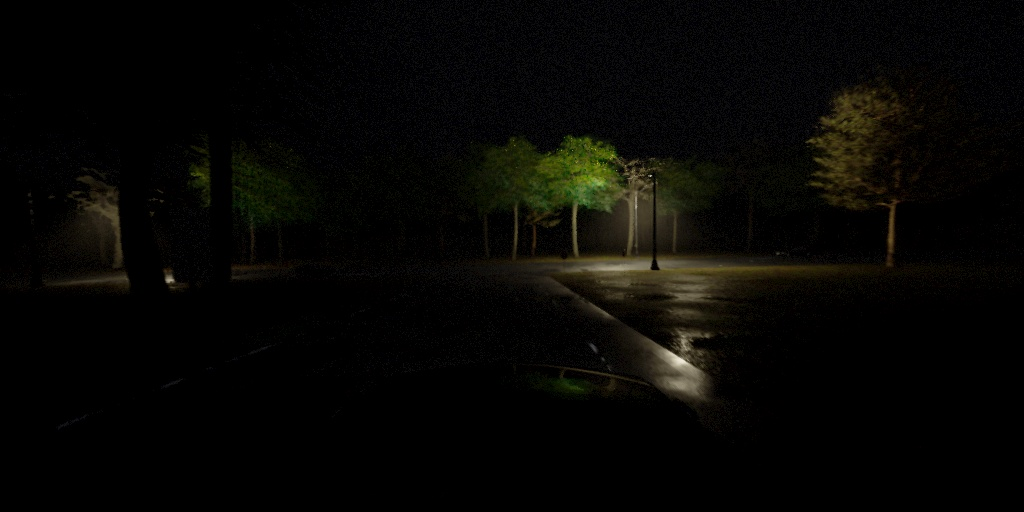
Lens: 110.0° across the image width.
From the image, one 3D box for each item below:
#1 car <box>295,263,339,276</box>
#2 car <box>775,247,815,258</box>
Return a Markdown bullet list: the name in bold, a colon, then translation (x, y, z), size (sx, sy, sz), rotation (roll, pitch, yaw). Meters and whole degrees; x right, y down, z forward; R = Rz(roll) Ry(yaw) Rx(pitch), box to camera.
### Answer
- **car**: translation (-23.726, 1.623, 43.642), size (4.902, 1.511, 2.128), rotation (-1, 3, 0)
- **car**: translation (40.057, -0.552, 50.796), size (4.902, 1.511, 2.128), rotation (-2, 3, 0)
